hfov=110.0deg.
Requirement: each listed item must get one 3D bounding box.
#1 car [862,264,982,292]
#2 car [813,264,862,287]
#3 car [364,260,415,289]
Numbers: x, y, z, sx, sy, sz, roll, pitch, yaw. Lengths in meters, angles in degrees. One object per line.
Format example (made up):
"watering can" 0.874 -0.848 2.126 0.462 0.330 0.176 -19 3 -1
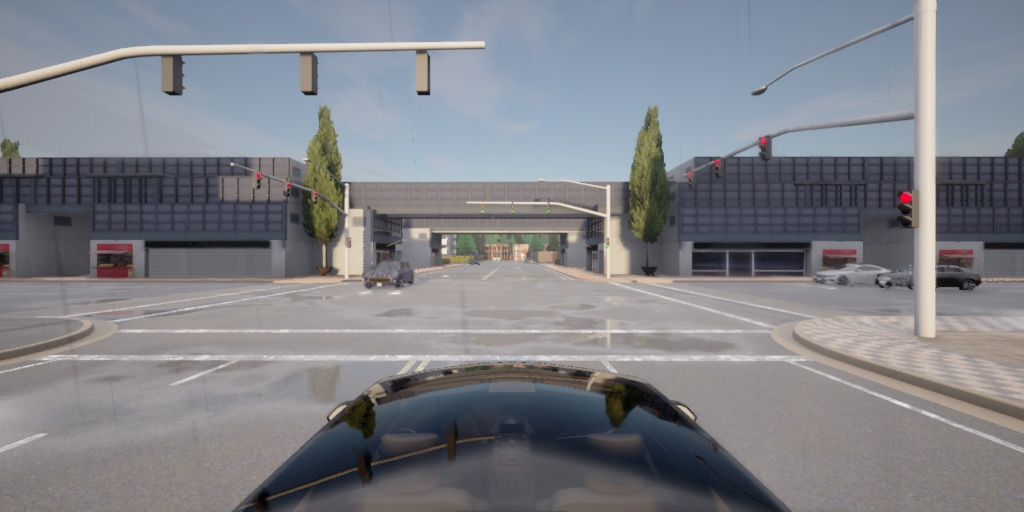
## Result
"car" 23.940 1.241 20.766 4.902 1.511 2.128 0 0 0
"car" 23.126 1.275 24.250 4.674 1.442 1.812 0 0 0
"car" -7.663 1.054 22.781 2.097 1.767 4.553 0 0 -2
